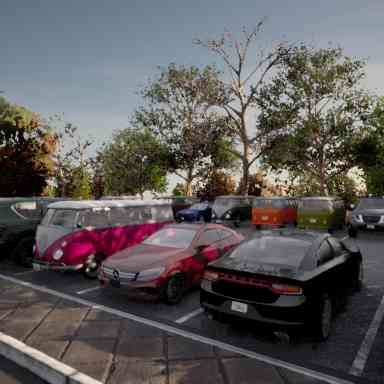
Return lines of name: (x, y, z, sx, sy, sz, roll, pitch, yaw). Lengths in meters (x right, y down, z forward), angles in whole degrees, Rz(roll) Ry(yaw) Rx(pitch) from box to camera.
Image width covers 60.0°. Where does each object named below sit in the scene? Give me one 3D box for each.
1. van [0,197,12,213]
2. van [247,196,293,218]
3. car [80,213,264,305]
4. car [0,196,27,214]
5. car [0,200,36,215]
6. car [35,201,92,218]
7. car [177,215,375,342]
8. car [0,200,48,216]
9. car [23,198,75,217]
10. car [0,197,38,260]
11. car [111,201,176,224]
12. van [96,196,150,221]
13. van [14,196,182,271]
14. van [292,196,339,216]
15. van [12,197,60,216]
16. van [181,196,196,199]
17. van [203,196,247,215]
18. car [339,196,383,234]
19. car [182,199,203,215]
van: (-26.214, 1.695, 43.237, 1.878, 1.987, 4.442, -1, -1, 36)
van: (5.398, 1.233, 20.599, 1.878, 1.987, 4.442, 0, 0, 36)
car: (-0.144, 1.509, 8.340, 2.002, 1.452, 4.674, 0, 0, 36)
car: (-23.916, 1.616, 41.481, 2.435, 2.045, 5.566, -1, -1, 36)
car: (-21.786, 1.823, 39.694, 1.946, 1.575, 5.366, -1, -1, 36)
car: (-12.776, 1.683, 33.464, 2.097, 1.535, 5.008, -1, -1, 36)
car: (2.108, 1.478, 6.718, 2.097, 1.535, 5.008, 0, 0, 36)
car: (-19.432, 1.789, 38.228, 2.231, 1.521, 4.892, -1, -1, 36)
car: (-14.944, 1.591, 34.983, 2.185, 1.767, 4.553, -1, -1, 36)
car: (-4.643, 1.200, 11.593, 2.435, 2.045, 5.566, 0, 0, 36)
car: (-3.769, 1.536, 26.793, 1.946, 1.575, 5.366, -1, -1, 36)
van: (-5.849, 1.349, 28.654, 1.878, 1.987, 4.442, -1, -1, 36)
van: (-2.470, 1.234, 9.859, 1.878, 1.987, 4.442, 0, 0, 36)
van: (7.548, 1.241, 19.060, 1.878, 1.987, 4.442, 0, 0, 36)
van: (-17.110, 1.527, 36.717, 1.878, 1.987, 4.442, -1, -1, 36)
van: (-1.482, 1.278, 25.239, 1.878, 1.987, 4.442, -1, -1, 36)
van: (2.902, 1.224, 22.100, 1.878, 1.987, 4.442, 0, 0, 36)
car: (9.717, 1.225, 17.329, 2.435, 2.045, 5.566, 0, 0, 36)
car: (0.844, 1.468, 23.723, 2.097, 1.535, 5.008, -1, -1, 36)
